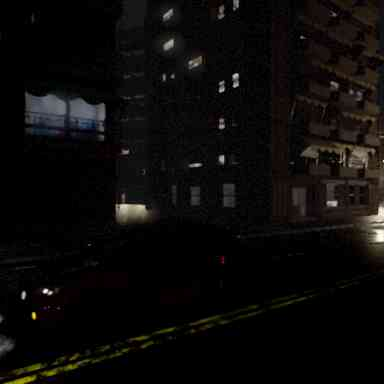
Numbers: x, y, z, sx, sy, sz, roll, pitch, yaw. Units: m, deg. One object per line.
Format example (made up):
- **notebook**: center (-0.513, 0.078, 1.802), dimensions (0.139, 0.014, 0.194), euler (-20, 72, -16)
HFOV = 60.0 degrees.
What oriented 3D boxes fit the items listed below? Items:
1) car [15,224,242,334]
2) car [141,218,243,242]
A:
- **car**: center (-1.241, 1.589, 6.832), dimensions (4.181, 1.385, 1.994), euler (1, 0, -36)
- **car**: center (-0.702, 1.597, 11.226), dimensions (5.357, 1.411, 2.033), euler (1, 0, -36)
